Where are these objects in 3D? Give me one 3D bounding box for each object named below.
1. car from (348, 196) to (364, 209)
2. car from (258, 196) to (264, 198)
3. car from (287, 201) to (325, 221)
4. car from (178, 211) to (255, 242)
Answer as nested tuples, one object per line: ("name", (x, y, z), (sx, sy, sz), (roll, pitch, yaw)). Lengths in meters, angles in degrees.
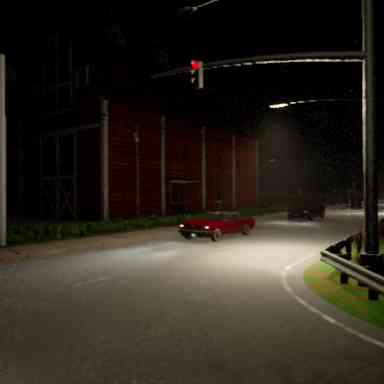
("car", (22.714, 1.309, 45.160), (2.097, 1.767, 4.553), (-1, 0, 37))
("car", (17.538, 1.664, 86.119), (1.784, 1.438, 3.905), (-1, 0, 37))
("car", (9.657, 1.501, 27.983), (1.882, 1.535, 5.008), (-1, 0, 37))
("car", (1.373, 1.665, 16.991), (1.895, 1.301, 4.718), (-1, 0, 37))
